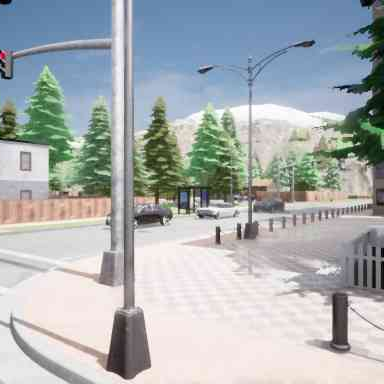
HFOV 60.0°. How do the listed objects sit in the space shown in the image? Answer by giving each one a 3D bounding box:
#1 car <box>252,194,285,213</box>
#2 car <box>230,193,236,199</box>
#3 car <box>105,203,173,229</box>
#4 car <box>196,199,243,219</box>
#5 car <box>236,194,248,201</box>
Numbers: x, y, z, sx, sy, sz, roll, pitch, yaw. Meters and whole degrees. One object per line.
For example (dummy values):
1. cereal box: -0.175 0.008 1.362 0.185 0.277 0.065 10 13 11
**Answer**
1. car: 8.544 1.337 36.763 2.097 1.767 4.553 0 0 38
2. car: 10.671 1.146 79.154 1.905 1.878 3.866 0 0 36
3. car: -3.267 1.476 21.264 2.128 1.511 4.902 0 0 37
4. car: 2.353 1.586 28.654 1.895 1.301 4.718 0 0 37
5. car: 12.935 1.144 77.994 1.932 1.855 4.605 0 0 36
